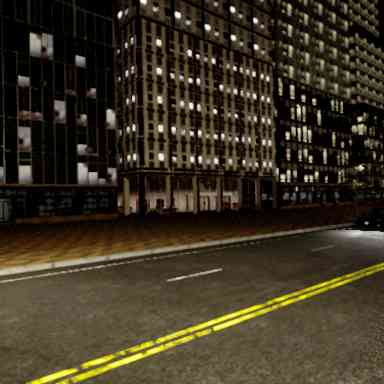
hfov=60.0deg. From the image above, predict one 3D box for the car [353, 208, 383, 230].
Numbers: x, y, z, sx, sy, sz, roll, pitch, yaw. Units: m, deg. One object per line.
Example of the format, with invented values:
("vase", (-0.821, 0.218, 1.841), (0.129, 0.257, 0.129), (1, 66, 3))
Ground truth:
("car", (12.495, 1.742, 22.156), (4.181, 1.385, 1.994), (0, -1, -39))
